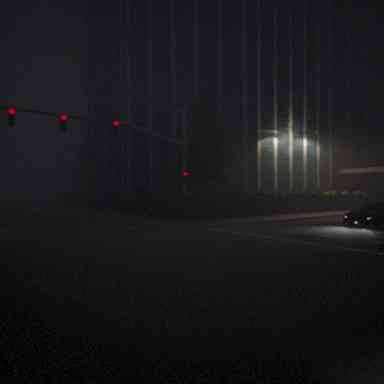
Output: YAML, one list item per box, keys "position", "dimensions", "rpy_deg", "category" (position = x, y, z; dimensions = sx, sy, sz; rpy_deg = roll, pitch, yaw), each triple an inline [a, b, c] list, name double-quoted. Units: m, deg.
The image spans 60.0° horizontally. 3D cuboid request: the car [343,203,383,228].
- position: [11.735, 1.376, 20.938]
  dimensions: [5.357, 1.411, 2.033]
  rpy_deg: [-1, 0, -35]
  category: "car"
